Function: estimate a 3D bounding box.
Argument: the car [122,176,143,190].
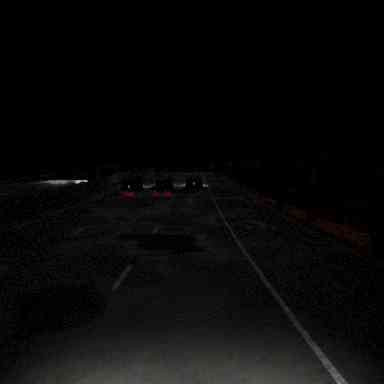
[{"bbox_3d":[-6.761,-1.101,38.036,1.837,1.490,4.892,0,7,1],"label":"car"}]

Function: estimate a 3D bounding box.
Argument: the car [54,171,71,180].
[{"bbox_3d":[-20.778,-2.696,54.272,1.895,1.301,4.718,0,6,1],"label":"car"}]

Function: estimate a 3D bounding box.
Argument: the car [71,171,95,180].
[{"bbox_3d":[-17.277,-2.752,54.271,2.033,1.411,5.357,0,6,1],"label":"car"}]

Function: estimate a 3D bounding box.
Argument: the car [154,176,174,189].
[{"bbox_3d":[-3.244,-1.225,39.374,1.812,1.442,4.674,0,6,1],"label":"car"}]

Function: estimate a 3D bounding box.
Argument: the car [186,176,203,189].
[{"bbox_3d":[0.255,-1.178,39.276,1.994,1.385,4.181,0,6,1],"label":"car"}]

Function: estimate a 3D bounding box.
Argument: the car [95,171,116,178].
[{"bbox_3d":[-13.784,-2.699,54.251,1.895,1.301,4.718,0,6,1],"label":"car"}]
